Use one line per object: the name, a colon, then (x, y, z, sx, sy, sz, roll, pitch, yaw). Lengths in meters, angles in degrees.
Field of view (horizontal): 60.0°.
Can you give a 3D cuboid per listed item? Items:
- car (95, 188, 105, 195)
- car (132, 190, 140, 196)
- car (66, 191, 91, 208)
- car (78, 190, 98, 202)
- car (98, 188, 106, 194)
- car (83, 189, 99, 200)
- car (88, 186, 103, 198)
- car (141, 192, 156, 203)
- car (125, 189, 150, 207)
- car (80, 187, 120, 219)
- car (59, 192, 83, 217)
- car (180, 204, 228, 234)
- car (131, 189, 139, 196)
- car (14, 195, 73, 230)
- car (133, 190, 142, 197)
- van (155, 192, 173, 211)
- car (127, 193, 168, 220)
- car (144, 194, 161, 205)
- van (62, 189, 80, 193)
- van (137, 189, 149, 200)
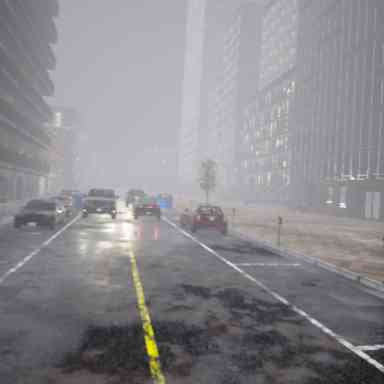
car: (-21.093, -0.085, 76.699, 1.887, 1.381, 4.507, 4, 0, -13)
car: (-14.162, 0.275, 83.984, 1.887, 1.381, 4.507, 4, 0, -13)
car: (-11.226, 0.695, 33.081, 1.752, 1.417, 4.829, 4, 0, -13)
car: (-13.722, 0.517, 44.109, 2.008, 1.369, 4.403, 4, 0, -13)
car: (-23.553, -0.245, 87.563, 1.802, 1.307, 4.206, 4, 0, -13)
car: (-14.911, 0.395, 49.376, 1.752, 1.417, 4.829, 4, 0, -13)
car: (-17.391, -0.017, 60.404, 2.192, 1.841, 5.009, 4, 0, -13)
car: (-6.826, 0.848, 51.559, 1.752, 1.417, 4.829, 4, 0, -13)
car: (-6.499, 0.637, 38.181, 2.150, 2.045, 5.566, 3, 1, -12)
car: (-6.421, 0.718, 23.632, 2.150, 2.045, 5.566, 3, 0, -13)
car: (-8.808, 0.918, 22.383, 2.008, 1.369, 4.403, 4, 0, -13)
car: (0.588, 1.367, 18.805, 1.967, 1.590, 4.097, 4, 0, -13)
car: (-15.383, 0.072, 89.415, 1.967, 1.590, 4.097, 4, 0, -13)
car: (-7.581, 1.034, 16.952, 1.947, 1.339, 4.313, 4, 0, -13)
car: (-12.969, 0.352, 78.718, 1.752, 1.417, 4.829, 4, 0, -13)
van: (-3.090, 0.968, 35.100, 1.690, 1.788, 3.998, 4, 0, -13)
car: (-3.381, 1.160, 24.449, 2.128, 1.511, 4.902, 3, 0, -13)
car: (-5.564, 1.008, 45.962, 1.802, 1.307, 4.206, 4, 0, -13)
van: (-10.021, 0.609, 27.815, 1.690, 1.788, 3.998, 4, 0, -13)
van: (-9.233, 0.468, 62.258, 1.690, 1.788, 3.998, 4, 0, -13)
